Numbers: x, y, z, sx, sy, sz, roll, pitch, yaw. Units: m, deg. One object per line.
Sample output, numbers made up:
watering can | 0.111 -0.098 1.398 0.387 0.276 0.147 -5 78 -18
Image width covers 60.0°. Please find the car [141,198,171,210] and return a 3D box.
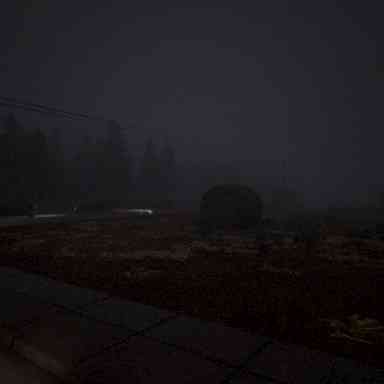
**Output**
car | -4.660 1.552 44.314 1.812 1.442 4.674 0 0 37

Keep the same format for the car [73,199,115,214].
car | -10.618 1.518 36.292 2.128 1.511 4.902 0 0 37

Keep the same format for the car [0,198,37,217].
car | -16.065 1.379 28.947 2.097 1.767 4.553 0 0 37
